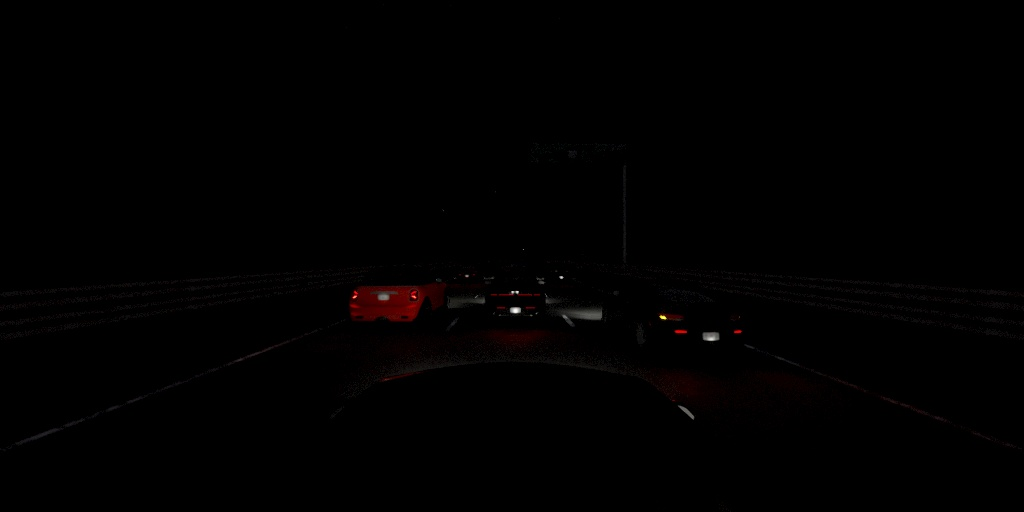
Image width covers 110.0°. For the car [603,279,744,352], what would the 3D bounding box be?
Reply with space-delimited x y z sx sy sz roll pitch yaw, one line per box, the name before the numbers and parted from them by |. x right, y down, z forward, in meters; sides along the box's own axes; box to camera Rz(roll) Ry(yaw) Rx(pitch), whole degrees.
car | 3.599 1.286 8.786 1.812 1.442 4.674 0 0 0

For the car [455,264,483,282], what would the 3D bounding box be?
car | -3.404 1.332 29.389 1.812 1.442 4.674 0 0 0

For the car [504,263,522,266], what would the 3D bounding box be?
car | 0.097 1.286 29.893 1.882 1.535 5.008 0 0 0

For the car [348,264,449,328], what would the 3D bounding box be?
car | -3.403 1.118 11.630 2.097 1.767 4.553 0 0 0

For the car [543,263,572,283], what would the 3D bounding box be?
car | 3.595 1.308 28.467 1.837 1.490 4.892 0 0 0

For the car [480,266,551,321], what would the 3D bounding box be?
car | 0.099 1.272 12.437 1.837 1.490 4.892 0 0 0
